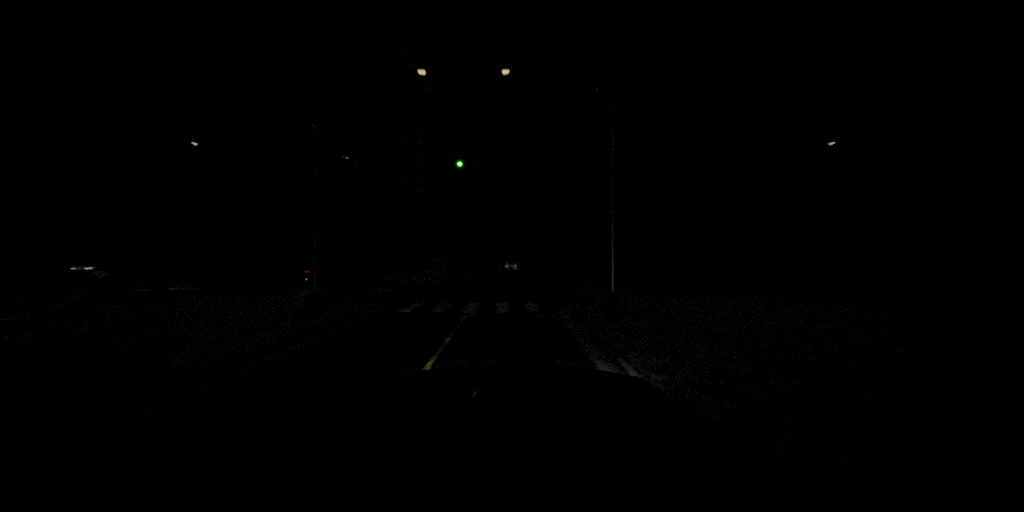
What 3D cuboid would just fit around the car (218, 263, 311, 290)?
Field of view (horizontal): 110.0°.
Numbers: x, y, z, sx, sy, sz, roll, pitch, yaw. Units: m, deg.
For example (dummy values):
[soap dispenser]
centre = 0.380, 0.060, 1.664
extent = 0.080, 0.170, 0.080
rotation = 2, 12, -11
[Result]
[car]
centre = -14.529, 1.169, 21.139
extent = 4.902, 1.511, 2.128
rotation = 0, 0, 0
